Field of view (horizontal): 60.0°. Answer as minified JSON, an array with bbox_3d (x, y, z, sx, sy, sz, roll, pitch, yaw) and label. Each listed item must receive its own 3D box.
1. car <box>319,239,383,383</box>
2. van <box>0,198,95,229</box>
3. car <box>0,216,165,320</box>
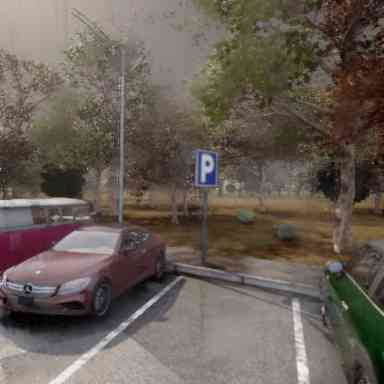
[{"bbox_3d":[2.835,1.360,4.030,2.185,1.767,4.553,0,0,15],"label":"car"},{"bbox_3d":[-4.413,1.185,9.313,1.878,1.987,4.442,1,0,15],"label":"van"},{"bbox_3d":[-2.005,1.476,7.494,2.002,1.452,4.674,1,0,15],"label":"car"}]
